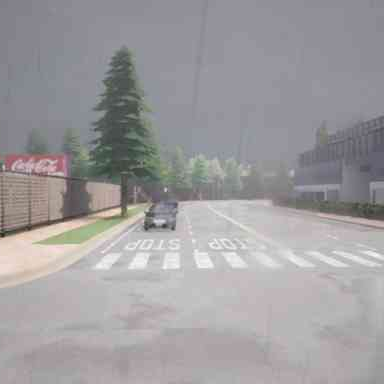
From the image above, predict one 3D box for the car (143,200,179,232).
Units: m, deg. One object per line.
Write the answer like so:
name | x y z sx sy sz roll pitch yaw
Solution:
car | -1.866 1.501 20.429 2.128 1.511 4.902 0 0 -2
